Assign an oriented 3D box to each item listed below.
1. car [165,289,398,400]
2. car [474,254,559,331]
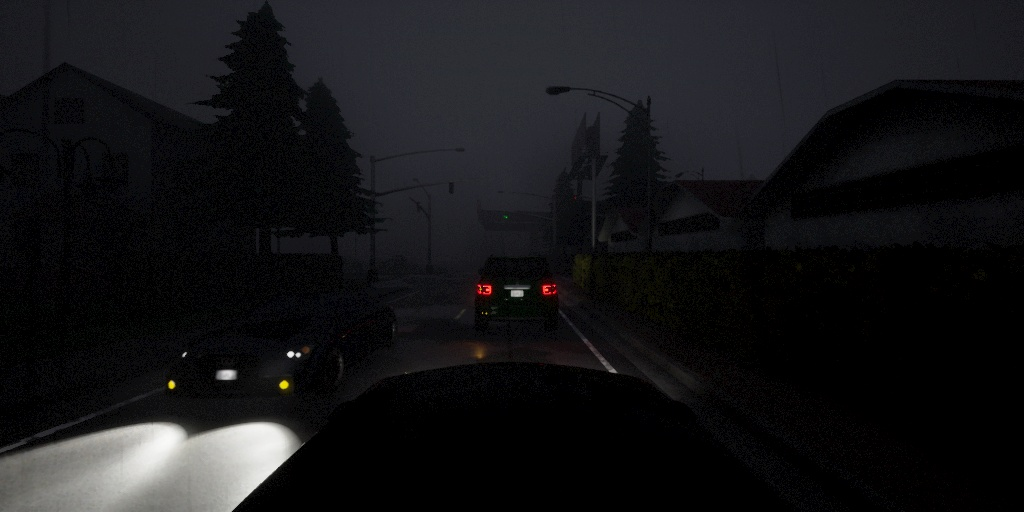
[{"bbox_3d":[-3.596,1.314,6.508,1.994,1.385,4.181,0,0,0],"label":"car"},{"bbox_3d":[0.103,0.971,11.090,2.150,2.045,5.566,0,0,0],"label":"car"}]
